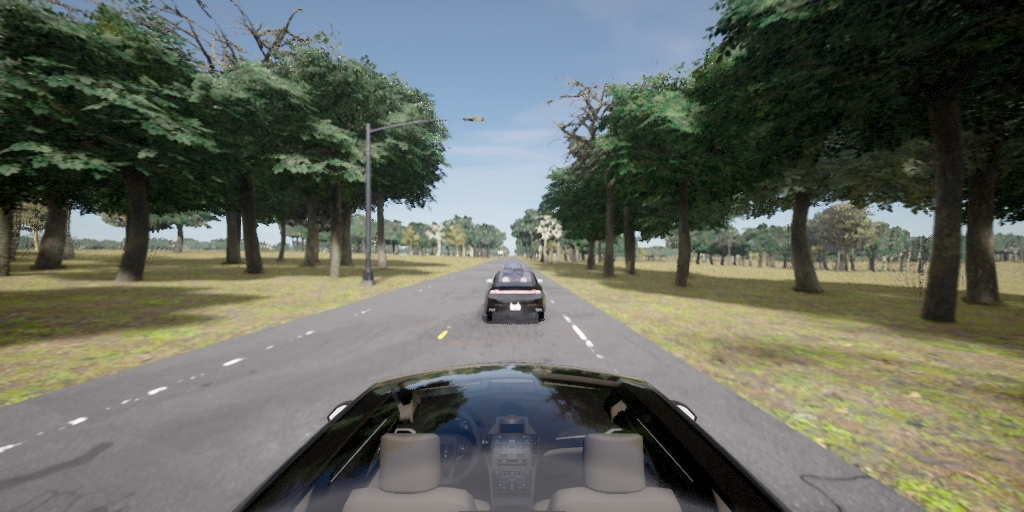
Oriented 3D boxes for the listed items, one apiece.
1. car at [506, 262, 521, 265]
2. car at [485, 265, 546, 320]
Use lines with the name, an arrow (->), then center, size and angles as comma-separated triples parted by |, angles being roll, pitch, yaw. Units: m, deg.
car -> 0.101, 1.254, 32.690 | 2.033, 1.411, 5.357 | 0, 0, 0
car -> 0.098, 1.232, 12.505 | 2.128, 1.511, 4.902 | 0, 0, 0
